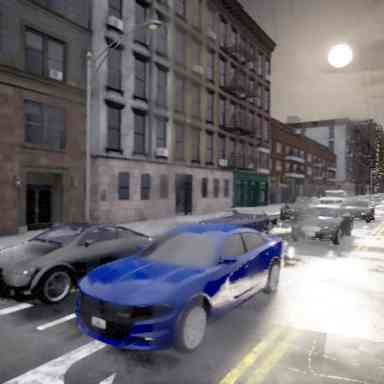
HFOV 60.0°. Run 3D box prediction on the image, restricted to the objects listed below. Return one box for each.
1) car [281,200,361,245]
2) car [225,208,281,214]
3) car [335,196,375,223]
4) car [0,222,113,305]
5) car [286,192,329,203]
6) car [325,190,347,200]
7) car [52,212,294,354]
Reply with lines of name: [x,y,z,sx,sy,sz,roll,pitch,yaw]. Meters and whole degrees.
car: [5.928,1.331,14.864,2.128,1.511,4.902,1,1,34]
car: [2.224,1.410,15.183,1.895,1.301,4.718,1,1,34]
car: [11.681,1.266,23.371,1.837,1.490,4.892,1,1,34]
car: [-2.679,1.436,7.918,1.994,1.385,4.181,1,1,34]
car: [7.841,1.086,23.488,2.097,1.767,4.553,1,1,34]
car: [13.815,0.871,32.314,2.150,2.045,5.566,1,1,31]
car: [0.191,1.392,6.355,1.882,1.535,5.008,1,1,34]
